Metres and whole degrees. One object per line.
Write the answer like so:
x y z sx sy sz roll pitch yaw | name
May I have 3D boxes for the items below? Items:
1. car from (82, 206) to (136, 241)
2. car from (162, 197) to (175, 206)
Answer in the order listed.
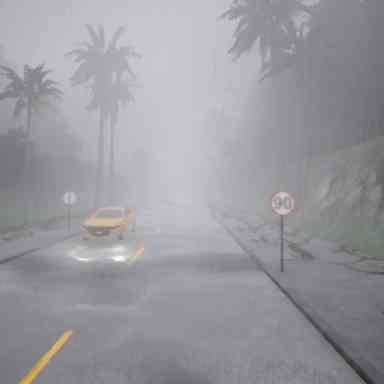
-4.106 1.515 17.150 1.882 1.535 5.008 0 0 0 | car
-4.029 1.602 56.779 1.882 1.535 5.008 0 1 0 | car
